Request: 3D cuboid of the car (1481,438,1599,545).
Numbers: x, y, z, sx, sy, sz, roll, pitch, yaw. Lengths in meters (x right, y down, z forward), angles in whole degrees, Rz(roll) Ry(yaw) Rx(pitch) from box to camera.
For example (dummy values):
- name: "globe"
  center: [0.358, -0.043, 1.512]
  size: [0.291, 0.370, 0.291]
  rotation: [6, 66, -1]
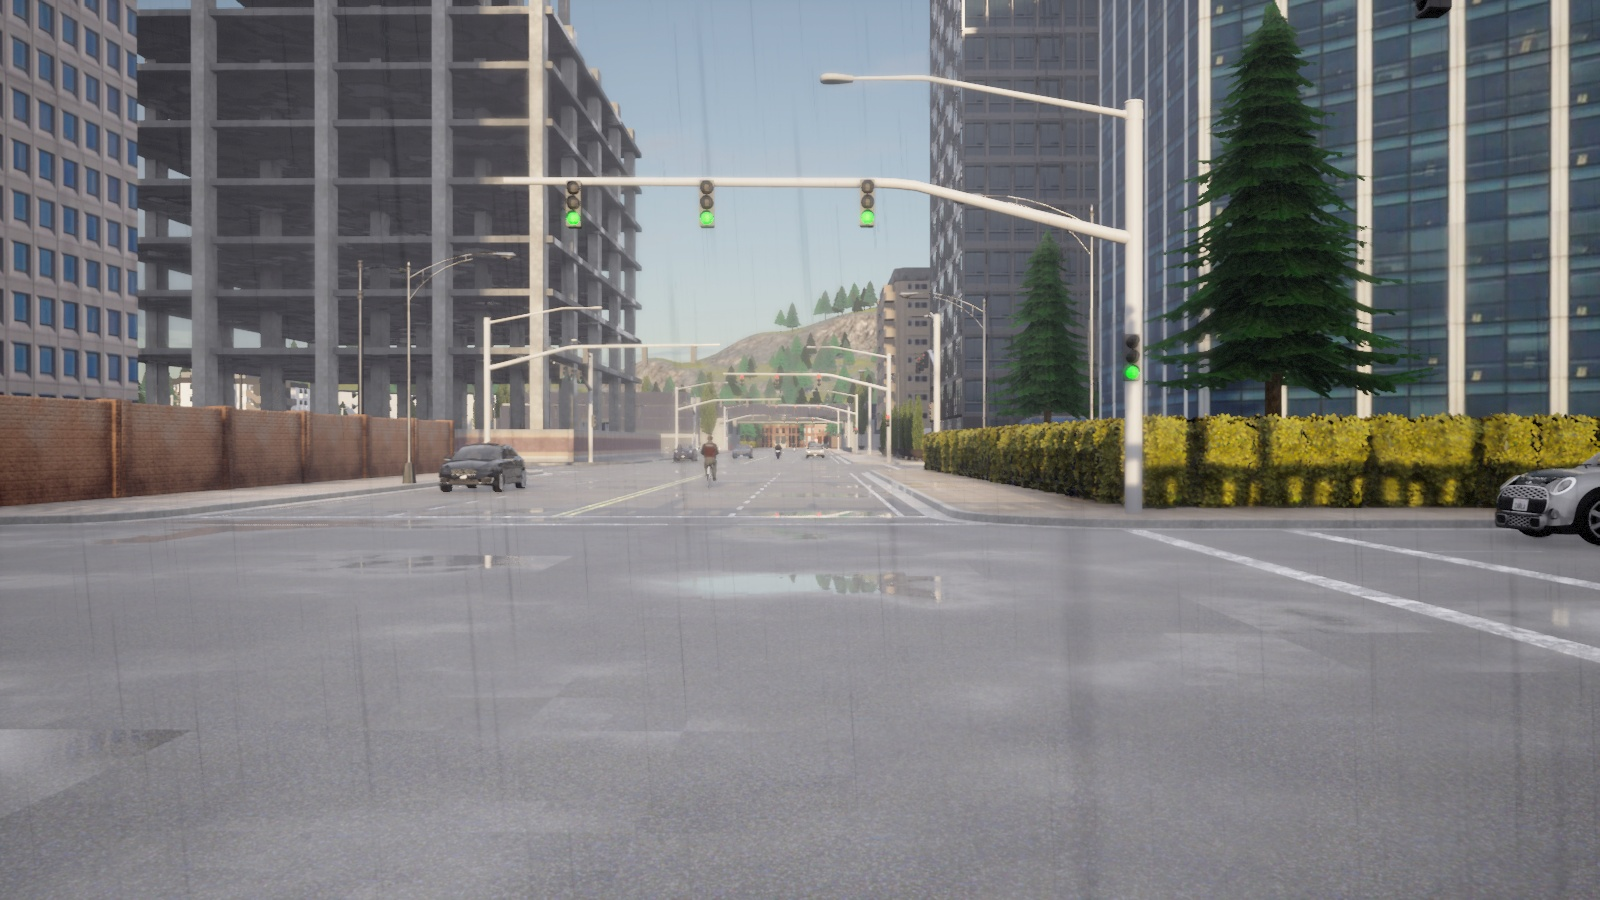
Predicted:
- name: "car"
  center: [12.360, 0.570, 18.291]
  size: [3.806, 1.475, 1.970]
  rotation: [0, 0, 1]

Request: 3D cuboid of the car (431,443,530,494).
- name: "car"
  center: [-10.006, 0.534, 39.762]
  size: [1.837, 1.490, 4.892]
  rotation: [0, 0, 1]
